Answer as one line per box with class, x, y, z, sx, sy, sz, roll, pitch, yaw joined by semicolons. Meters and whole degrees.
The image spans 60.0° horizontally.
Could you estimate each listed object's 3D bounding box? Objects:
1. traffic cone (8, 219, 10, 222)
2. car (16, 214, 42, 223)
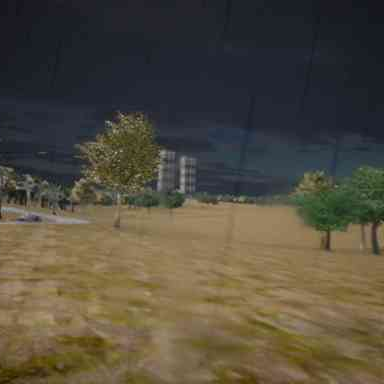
traffic cone;-27.209;4.188;49.412;0.340;0.580;0.340;1;-5;10
car;-24.686;3.982;50.573;1.994;1.385;4.181;1;-5;8
